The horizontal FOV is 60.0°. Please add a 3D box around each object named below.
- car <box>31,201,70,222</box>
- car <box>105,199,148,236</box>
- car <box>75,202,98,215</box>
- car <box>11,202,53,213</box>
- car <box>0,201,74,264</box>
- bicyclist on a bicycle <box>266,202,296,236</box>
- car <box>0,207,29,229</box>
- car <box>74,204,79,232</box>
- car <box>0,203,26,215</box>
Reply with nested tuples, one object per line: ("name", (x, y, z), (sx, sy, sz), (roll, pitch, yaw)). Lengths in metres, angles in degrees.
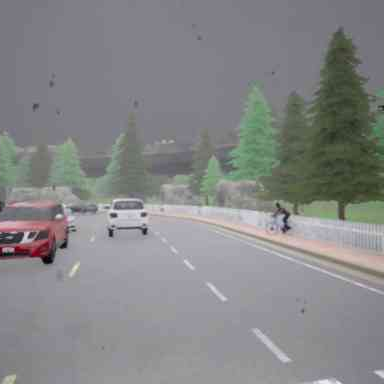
("car", (-13.238, 1.752, 30.974), (2.097, 1.767, 4.553), (-1, 0, -40))
("car", (-3.980, 1.411, 20.064), (2.150, 2.045, 5.566), (0, 0, -15))
("car", (-13.661, 1.964, 41.172), (4.902, 1.511, 2.128), (-1, 0, 39))
("car", (-22.339, 2.185, 46.386), (5.357, 1.411, 2.033), (-1, 0, 20))
("car", (-6.051, 1.394, 12.583), (2.150, 2.045, 5.566), (-1, 0, -13))
("bicyclist on a bicycle", (4.384, 1.340, 16.404), (1.656, 1.620, 0.582), (-1, 0, -12))
("car", (-13.745, 1.936, 25.393), (1.994, 1.385, 4.181), (-1, 0, -30))
("car", (-8.553, 1.796, 21.853), (1.812, 1.442, 4.674), (-1, 0, -19))
("car", (-23.786, 2.202, 42.922), (4.181, 1.385, 1.994), (-1, 0, 23))
